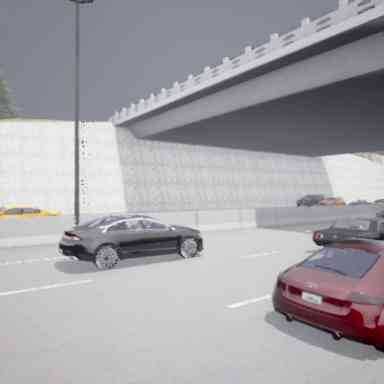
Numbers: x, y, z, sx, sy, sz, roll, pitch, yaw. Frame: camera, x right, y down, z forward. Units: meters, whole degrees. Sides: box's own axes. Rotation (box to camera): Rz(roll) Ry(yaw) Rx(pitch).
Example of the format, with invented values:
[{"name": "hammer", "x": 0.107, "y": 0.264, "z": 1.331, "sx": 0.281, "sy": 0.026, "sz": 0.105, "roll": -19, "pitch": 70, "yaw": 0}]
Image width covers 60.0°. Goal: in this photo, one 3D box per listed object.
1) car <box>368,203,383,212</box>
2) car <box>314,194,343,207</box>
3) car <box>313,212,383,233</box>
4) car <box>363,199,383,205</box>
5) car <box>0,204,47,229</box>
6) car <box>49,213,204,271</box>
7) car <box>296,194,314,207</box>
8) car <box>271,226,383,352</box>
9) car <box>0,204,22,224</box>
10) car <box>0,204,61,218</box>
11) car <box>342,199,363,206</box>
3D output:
[{"name": "car", "x": 14.514, "y": 1.627, "z": 22.678, "sx": 5.357, "sy": 1.411, "sz": 2.033, "roll": 0, "pitch": 0, "yaw": -35}, {"name": "car", "x": 20.478, "y": 1.496, "z": 48.638, "sx": 4.553, "sy": 1.767, "sz": 2.097, "roll": 0, "pitch": 0, "yaw": -35}, {"name": "car", "x": 6.845, "y": 1.643, "z": 12.918, "sx": 4.718, "sy": 1.301, "sz": 1.895, "roll": 0, "pitch": 0, "yaw": -35}, {"name": "car", "x": 24.644, "y": 1.647, "z": 43.022, "sx": 4.892, "sy": 1.490, "sz": 1.837, "roll": 0, "pitch": 0, "yaw": -35}, {"name": "car", "x": -11.972, "y": 1.534, "z": 21.246, "sx": 4.674, "sy": 1.442, "sz": 1.812, "roll": 0, "pitch": 0, "yaw": -35}, {"name": "car", "x": -1.823, "y": 1.507, "z": 11.043, "sx": 4.902, "sy": 1.511, "sz": 2.128, "roll": 0, "pitch": 0, "yaw": -35}, {"name": "car", "x": 18.615, "y": 1.367, "z": 51.599, "sx": 5.566, "sy": 2.045, "sz": 2.150, "roll": 0, "pitch": 0, "yaw": -35}, {"name": "car", "x": 3.448, "y": 1.584, "z": 6.203, "sx": 4.181, "sy": 1.385, "sz": 1.994, "roll": 0, "pitch": 0, "yaw": -35}, {"name": "car", "x": -14.778, "y": 1.606, "z": 23.543, "sx": 4.718, "sy": 1.301, "sz": 1.895, "roll": 0, "pitch": 0, "yaw": -35}, {"name": "car", "x": -9.858, "y": 1.486, "z": 18.455, "sx": 5.008, "sy": 1.535, "sz": 1.882, "roll": 0, "pitch": 0, "yaw": -35}, {"name": "car", "x": 23.484, "y": 1.712, "z": 46.487, "sx": 4.181, "sy": 1.385, "sz": 1.994, "roll": 0, "pitch": 0, "yaw": -35}]
